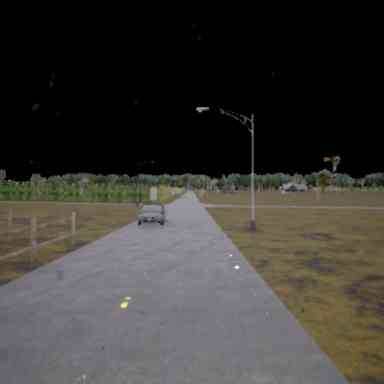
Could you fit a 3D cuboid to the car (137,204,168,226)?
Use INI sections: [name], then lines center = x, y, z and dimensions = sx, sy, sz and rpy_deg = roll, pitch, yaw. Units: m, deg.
[car]
center = -2.857, 1.648, 24.661
dimensions = 1.837, 1.490, 4.892
rpy_deg = 0, 0, 0
